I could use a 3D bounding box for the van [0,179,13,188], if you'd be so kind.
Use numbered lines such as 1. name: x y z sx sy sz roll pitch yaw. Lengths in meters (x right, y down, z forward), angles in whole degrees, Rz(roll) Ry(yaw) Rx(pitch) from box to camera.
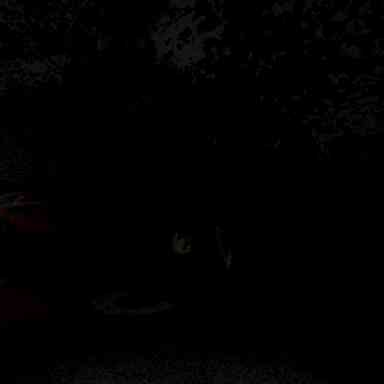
1. van: -41.594 -1.929 72.341 4.442 1.987 1.878 1 2 -31

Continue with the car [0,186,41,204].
1. car: -17.241 0.274 31.956 4.792 1.488 2.163 1 2 -31

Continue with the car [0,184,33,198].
1. car: -21.497 -0.110 39.077 4.792 1.488 2.163 1 2 -31

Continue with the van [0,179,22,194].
1. van: -27.359 -0.819 48.455 4.442 1.987 1.878 1 2 -31

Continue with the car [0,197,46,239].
1. car: -7.232 1.183 15.519 5.008 1.535 2.097 1 2 -31

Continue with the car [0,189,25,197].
1. car: -8.633 0.924 17.900 4.553 1.767 2.185 1 2 -31

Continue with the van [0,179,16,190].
1. van: -35.846 -1.486 62.878 4.442 1.987 1.878 1 2 -31

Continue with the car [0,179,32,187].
1. car: -15.746 0.130 29.612 5.566 2.045 2.435 1 2 -31

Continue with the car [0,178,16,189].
1. car: -40.280 -1.845 69.899 5.566 2.045 2.435 1 2 -31

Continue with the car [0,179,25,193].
1. car: -28.719 -0.954 50.865 5.566 2.045 2.435 1 2 -31

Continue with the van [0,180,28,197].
1. van: -23.033 -0.483 41.348 4.442 1.987 1.878 1 2 -32

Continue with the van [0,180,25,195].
1. van: -25.723 -0.705 46.210 4.442 1.987 1.878 1 2 -31

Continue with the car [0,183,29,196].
1. car: -24.389 -0.370 43.793 5.008 1.535 2.097 1 2 -31

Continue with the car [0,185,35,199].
1. car: -20.129 0.008 36.823 4.792 1.488 2.163 1 2 -31

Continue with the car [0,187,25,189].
1. car: -13.066 0.644 24.780 5.366 1.575 1.946 1 2 -31
